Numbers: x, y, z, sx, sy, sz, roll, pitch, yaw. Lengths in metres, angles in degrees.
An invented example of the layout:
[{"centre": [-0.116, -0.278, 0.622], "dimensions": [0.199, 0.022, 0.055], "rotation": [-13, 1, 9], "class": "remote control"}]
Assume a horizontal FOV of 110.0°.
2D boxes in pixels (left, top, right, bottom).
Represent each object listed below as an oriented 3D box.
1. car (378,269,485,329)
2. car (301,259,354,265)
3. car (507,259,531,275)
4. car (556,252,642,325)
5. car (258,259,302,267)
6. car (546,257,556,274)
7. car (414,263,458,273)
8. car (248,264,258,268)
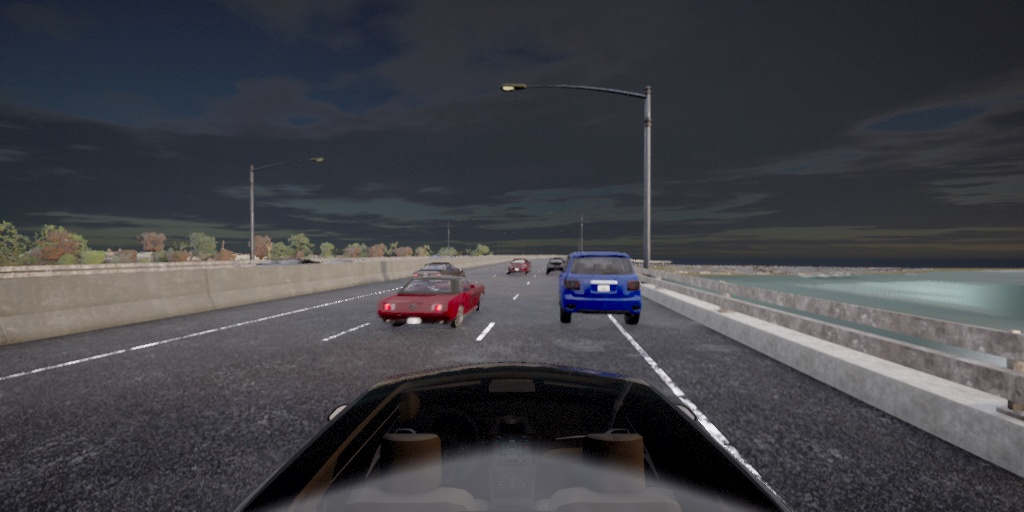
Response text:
[{"centre": [-2.118, 1.263, 10.943], "dimensions": [1.895, 1.301, 4.718], "rotation": [0, 1, 7], "class": "car"}, {"centre": [-14.187, 1.036, 29.293], "dimensions": [2.033, 1.411, 5.357], "rotation": [0, 1, 7], "class": "car"}, {"centre": [0.759, 0.985, 34.169], "dimensions": [1.812, 1.442, 4.674], "rotation": [0, 1, 7], "class": "car"}, {"centre": [2.626, 0.882, 11.705], "dimensions": [2.150, 2.045, 5.566], "rotation": [0, 1, 7], "class": "car"}, {"centre": [-17.702, 0.990, 29.339], "dimensions": [1.837, 1.490, 4.892], "rotation": [0, 1, 7], "class": "car"}, {"centre": [4.369, 0.961, 35.161], "dimensions": [1.837, 1.490, 4.892], "rotation": [0, 1, 8], "class": "car"}, {"centre": [-4.337, 1.110, 21.867], "dimensions": [2.033, 1.411, 5.357], "rotation": [0, 1, 7], "class": "car"}, {"centre": [-20.960, 1.028, 31.433], "dimensions": [1.994, 1.385, 4.181], "rotation": [0, 0, 7], "class": "car"}]
